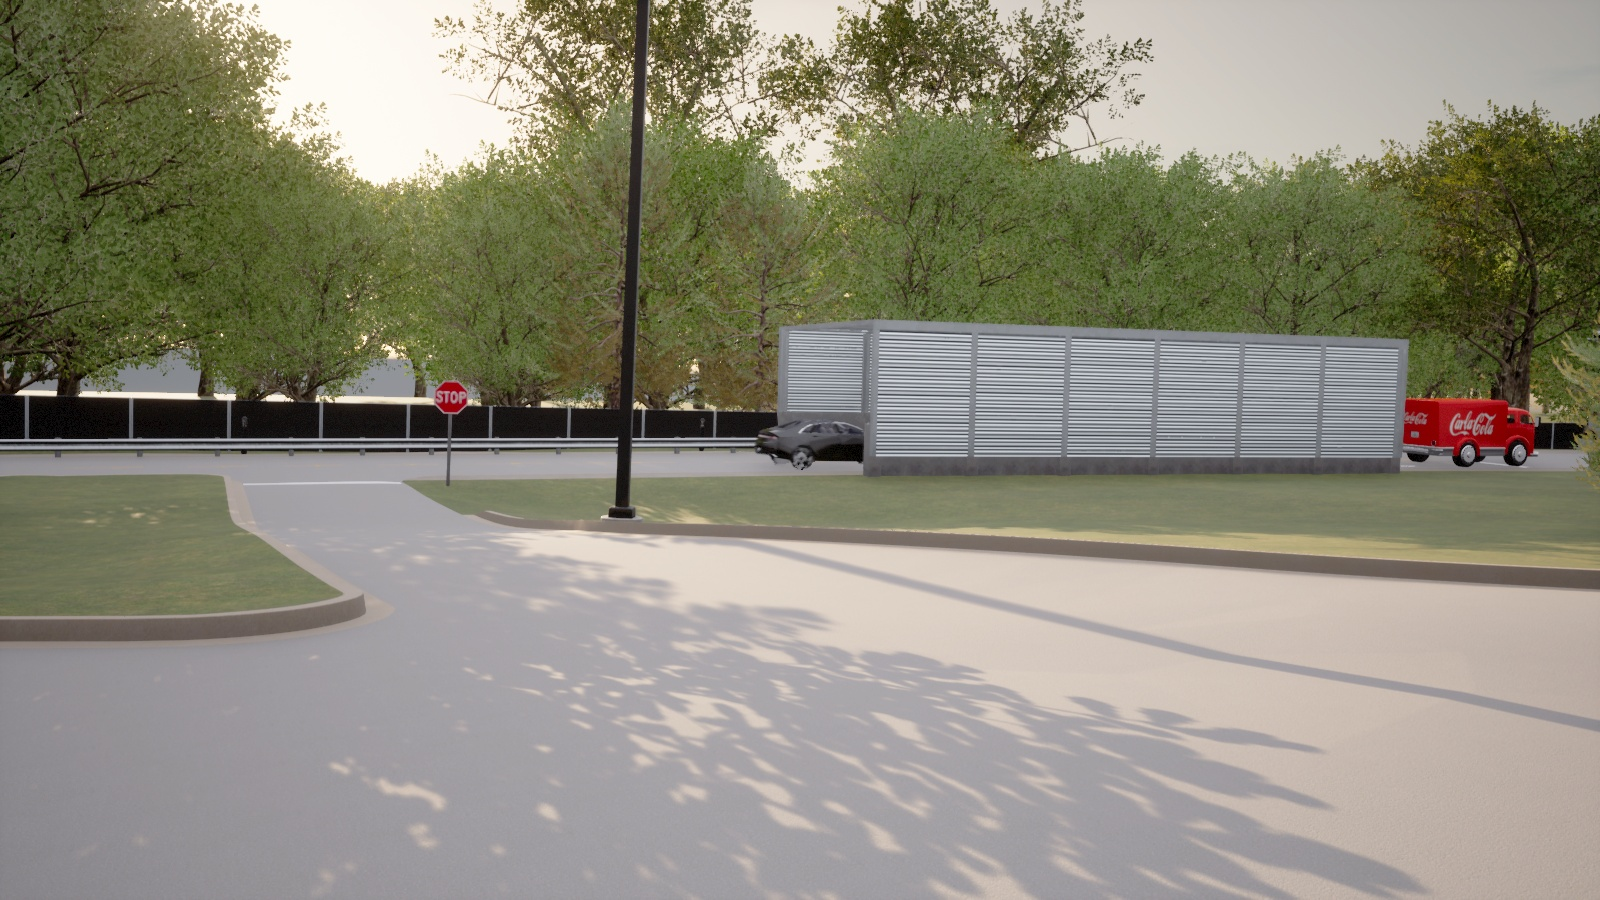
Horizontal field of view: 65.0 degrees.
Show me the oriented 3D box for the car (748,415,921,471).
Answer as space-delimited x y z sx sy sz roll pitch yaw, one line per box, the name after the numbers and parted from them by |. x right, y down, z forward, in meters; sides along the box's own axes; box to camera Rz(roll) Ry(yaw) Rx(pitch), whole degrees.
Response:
1.069 -0.271 38.875 4.902 1.511 2.128 -1 4 -23 | car

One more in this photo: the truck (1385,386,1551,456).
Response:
25.171 -1.147 47.370 5.204 2.467 2.627 -1 4 -19 | truck
